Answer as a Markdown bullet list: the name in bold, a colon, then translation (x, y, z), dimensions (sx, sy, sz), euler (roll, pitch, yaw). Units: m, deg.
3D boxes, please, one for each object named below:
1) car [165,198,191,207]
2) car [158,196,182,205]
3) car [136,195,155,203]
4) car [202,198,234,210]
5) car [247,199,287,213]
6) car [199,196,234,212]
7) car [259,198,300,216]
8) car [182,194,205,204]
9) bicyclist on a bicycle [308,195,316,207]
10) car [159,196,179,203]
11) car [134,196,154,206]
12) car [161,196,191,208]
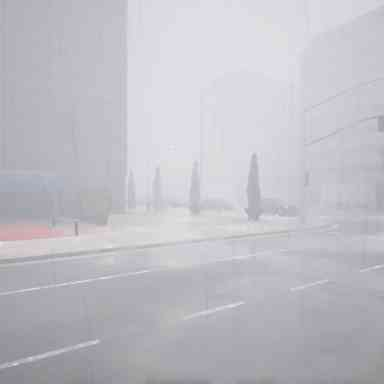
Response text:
- **car**: translation (-2.298, 1.599, 53.257), dimensions (1.895, 1.301, 4.718), euler (0, 0, -35)
- **car**: translation (-4.170, 1.545, 62.396), dimensions (2.033, 1.411, 5.357), euler (0, 0, -35)
- **car**: translation (-9.891, 1.517, 70.420), dimensions (2.128, 1.511, 4.902), euler (0, 0, -35)
- **car**: translation (3.429, 1.523, 45.021), dimensions (1.812, 1.442, 4.674), euler (0, 0, -35)
- **car**: translation (8.433, 1.562, 37.833), dimensions (1.994, 1.385, 4.181), euler (0, 0, -35)
- **car**: translation (2.922, 1.490, 39.622), dimensions (2.128, 1.511, 4.902), euler (0, 0, -35)
- **car**: translation (8.123, 1.350, 32.152), dimensions (2.097, 1.767, 4.553), euler (0, 0, -35)
- **car**: translation (0.256, 1.349, 62.167), dimensions (2.097, 1.767, 4.553), euler (0, 0, -35)
- **bicyclist on a bicycle**: translation (16.852, 1.298, 46.709), dimensions (1.656, 1.620, 0.582), euler (0, 0, -35)
- **car**: translation (-4.875, 1.598, 69.501), dimensions (1.895, 1.301, 4.718), euler (0, 0, -35)
- **car**: translation (-8.199, 1.524, 55.646), dimensions (1.812, 1.442, 4.674), euler (0, 0, -34)
- **car**: translation (-2.648, 1.545, 47.623), dimensions (2.033, 1.411, 5.357), euler (0, 0, -35)
